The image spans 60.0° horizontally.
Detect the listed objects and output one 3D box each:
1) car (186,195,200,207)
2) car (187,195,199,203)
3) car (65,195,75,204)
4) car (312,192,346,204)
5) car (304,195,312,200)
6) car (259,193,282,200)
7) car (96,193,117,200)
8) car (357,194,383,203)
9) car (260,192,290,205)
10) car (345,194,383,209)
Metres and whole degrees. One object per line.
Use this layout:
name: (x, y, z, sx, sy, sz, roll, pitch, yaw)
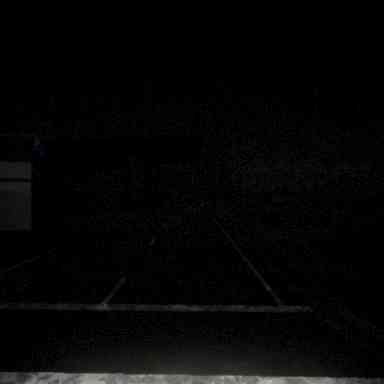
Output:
car: (0.156, 1.316, 47.487, 1.837, 1.490, 4.892, 0, 1, 0)
car: (0.172, 1.297, 62.355, 2.033, 1.411, 5.357, 0, 0, 0)
car: (-20.665, 1.264, 54.149, 2.242, 1.667, 4.611, 0, 0, 0)
car: (21.222, 0.893, 50.515, 4.605, 1.855, 1.932, 0, 0, 0)
car: (28.531, 1.039, 76.422, 5.357, 1.411, 2.033, 0, 0, 0)
car: (17.989, 1.025, 76.400, 4.902, 1.511, 2.128, 0, 0, 0)
car: (-19.545, 1.027, 76.322, 4.674, 1.442, 1.812, 0, 0, 0)
car: (31.199, 1.065, 57.505, 4.514, 1.523, 2.007, 0, 0, 0)
car: (12.743, 1.157, 50.437, 3.806, 1.475, 1.970, 0, 0, 0)
car: (20.570, 1.144, 38.056, 4.514, 1.523, 2.007, 0, 0, 0)
